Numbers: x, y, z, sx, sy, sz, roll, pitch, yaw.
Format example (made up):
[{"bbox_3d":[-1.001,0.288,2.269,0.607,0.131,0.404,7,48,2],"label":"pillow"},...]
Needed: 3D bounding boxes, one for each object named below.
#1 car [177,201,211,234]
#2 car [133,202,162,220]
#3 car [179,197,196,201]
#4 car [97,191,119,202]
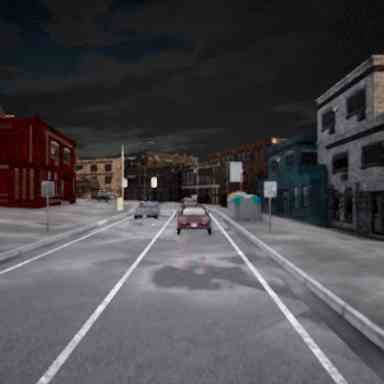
[{"bbox_3d":[0.113,1.473,18.911,1.812,1.442,4.674,0,0,0],"label":"car"},{"bbox_3d":[-3.623,1.525,27.555,1.895,1.301,4.718,0,0,-1],"label":"car"},{"bbox_3d":[-0.508,1.386,39.484,2.128,1.511,4.902,0,0,-6],"label":"car"},{"bbox_3d":[-16.787,0.918,66.010,5.566,2.045,2.150,1,0,45],"label":"car"}]
